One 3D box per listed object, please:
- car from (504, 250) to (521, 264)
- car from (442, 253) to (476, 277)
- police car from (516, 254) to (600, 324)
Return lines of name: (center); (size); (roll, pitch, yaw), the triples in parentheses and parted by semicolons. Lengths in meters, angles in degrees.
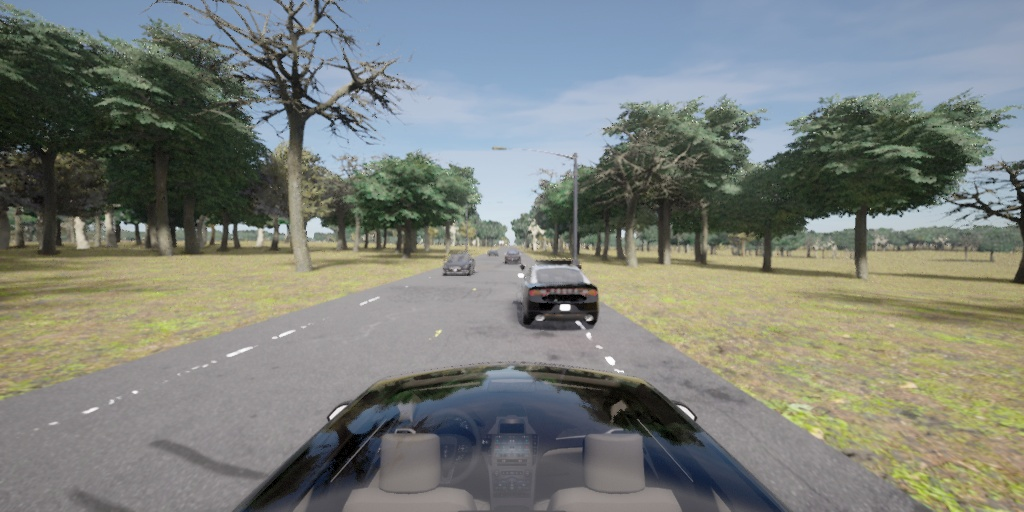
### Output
car: (0.093, 0.085, 41.767); (2.128, 1.511, 4.902); (0, 2, 0)
car: (-3.587, 0.579, 24.995); (1.837, 1.490, 4.892); (0, 2, 0)
police car: (1.227, 0.908, 10.853); (1.930, 1.638, 5.238); (0, 2, 0)
